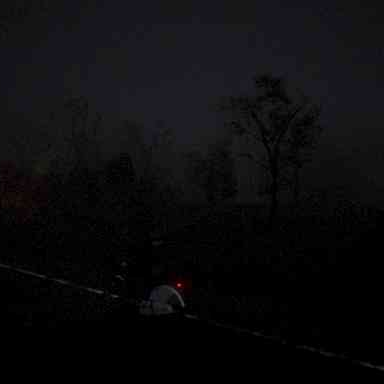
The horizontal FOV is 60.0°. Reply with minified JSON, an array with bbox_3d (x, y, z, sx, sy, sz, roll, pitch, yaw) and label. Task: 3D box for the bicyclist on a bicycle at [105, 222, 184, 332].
[{"bbox_3d":[-0.883,1.381,5.693,1.843,1.776,0.659,0,0,36],"label":"bicyclist on a bicycle"}]
